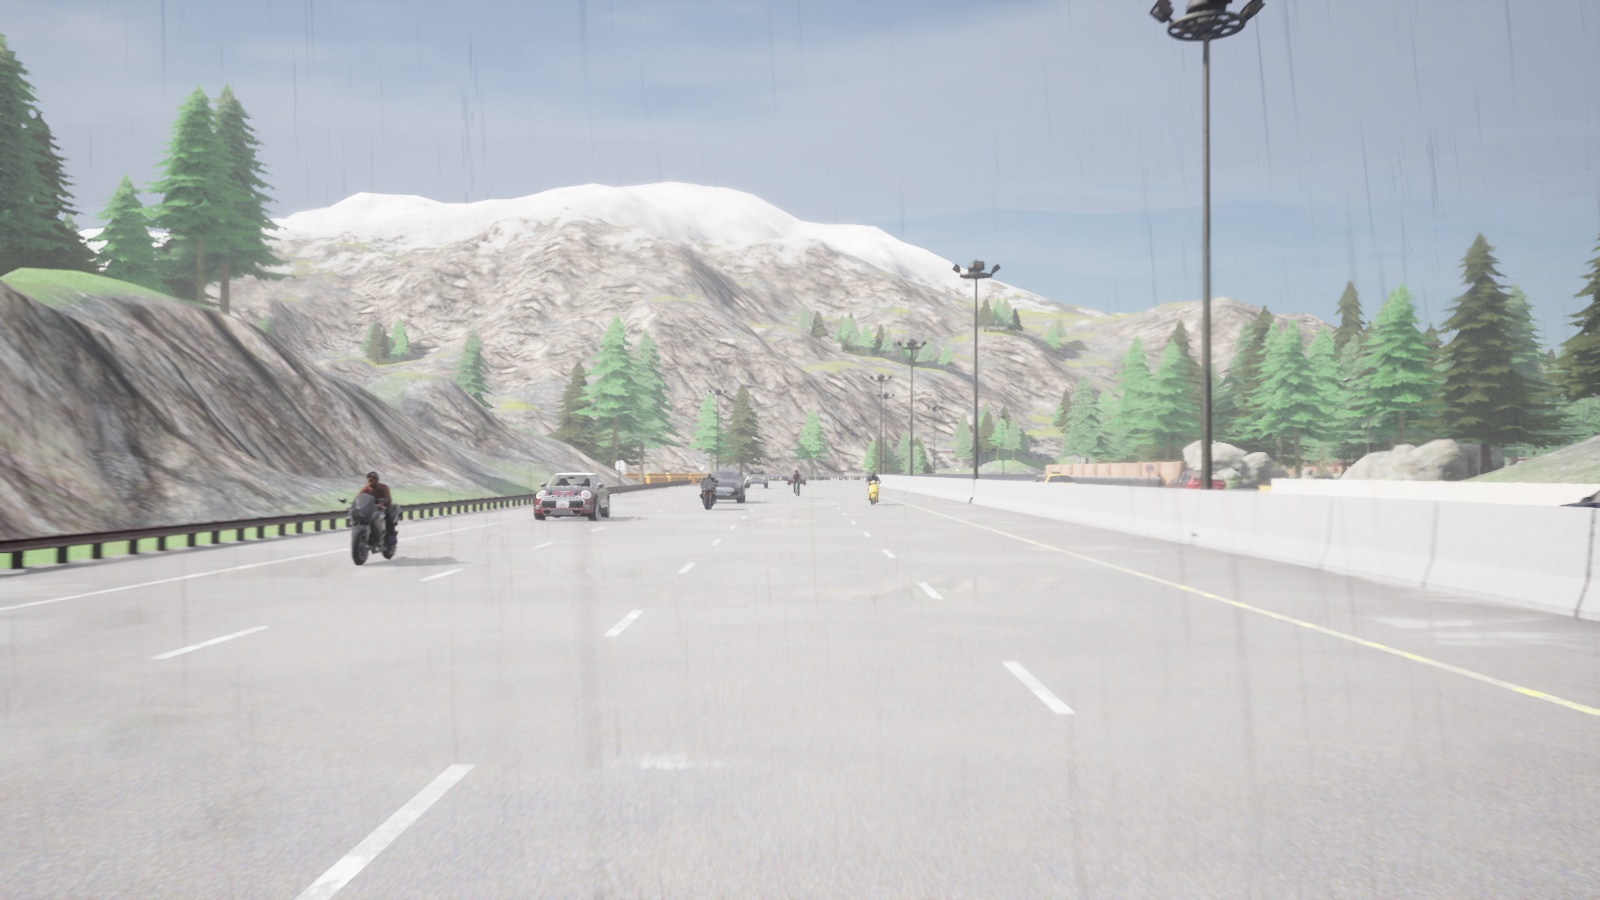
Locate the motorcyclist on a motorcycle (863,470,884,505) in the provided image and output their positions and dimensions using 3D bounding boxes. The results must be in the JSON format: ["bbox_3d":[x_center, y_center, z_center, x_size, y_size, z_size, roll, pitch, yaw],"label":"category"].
[{"bbox_3d":[3.360,1.714,57.492,0.866,1.590,1.817,0,-1,0],"label":"motorcyclist on a motorcycle"}]

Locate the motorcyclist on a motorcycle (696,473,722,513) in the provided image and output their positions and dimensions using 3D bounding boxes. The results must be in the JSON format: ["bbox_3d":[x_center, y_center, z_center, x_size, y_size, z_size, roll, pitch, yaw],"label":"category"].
[{"bbox_3d":[-3.622,1.702,50.224,0.866,1.530,2.191,0,-1,0],"label":"motorcyclist on a motorcycle"}]

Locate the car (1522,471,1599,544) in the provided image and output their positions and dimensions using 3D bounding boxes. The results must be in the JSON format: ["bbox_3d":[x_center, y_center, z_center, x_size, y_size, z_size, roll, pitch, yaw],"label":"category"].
[{"bbox_3d":[17.437,1.179,26.042,2.163,1.488,4.792,0,-1,0],"label":"car"}]

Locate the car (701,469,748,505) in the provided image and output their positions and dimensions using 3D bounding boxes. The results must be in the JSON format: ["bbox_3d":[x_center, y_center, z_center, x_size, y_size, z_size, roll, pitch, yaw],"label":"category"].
[{"bbox_3d":[-3.649,1.786,61.529,2.033,1.649,4.856,0,-1,0],"label":"car"}]

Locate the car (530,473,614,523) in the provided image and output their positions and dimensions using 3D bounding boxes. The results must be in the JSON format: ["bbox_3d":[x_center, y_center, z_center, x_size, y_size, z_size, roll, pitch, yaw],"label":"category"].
[{"bbox_3d":[-7.096,1.466,39.448,1.970,1.475,3.806,0,-1,0],"label":"car"}]

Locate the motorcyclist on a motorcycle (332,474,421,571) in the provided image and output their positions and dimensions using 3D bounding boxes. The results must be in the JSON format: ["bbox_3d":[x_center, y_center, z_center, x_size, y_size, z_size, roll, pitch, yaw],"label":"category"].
[{"bbox_3d":[-7.051,1.176,21.015,0.797,1.523,2.044,0,-1,0],"label":"motorcyclist on a motorcycle"}]

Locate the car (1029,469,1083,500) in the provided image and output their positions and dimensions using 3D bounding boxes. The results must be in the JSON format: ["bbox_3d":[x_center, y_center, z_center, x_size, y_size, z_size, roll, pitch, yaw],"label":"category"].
[{"bbox_3d":[13.835,1.835,68.131,1.801,1.575,5.366,0,-1,0],"label":"car"}]

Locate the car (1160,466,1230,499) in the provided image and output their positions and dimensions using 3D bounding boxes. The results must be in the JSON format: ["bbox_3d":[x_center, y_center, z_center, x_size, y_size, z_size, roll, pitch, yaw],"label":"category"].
[{"bbox_3d":[20.838,1.684,66.447,2.242,1.667,4.611,0,-1,0],"label":"car"}]
